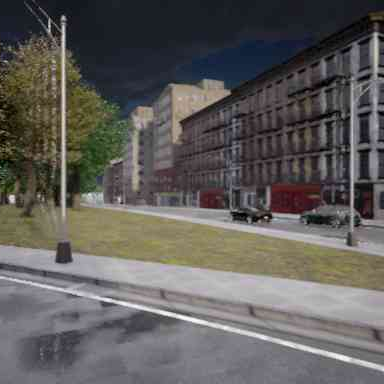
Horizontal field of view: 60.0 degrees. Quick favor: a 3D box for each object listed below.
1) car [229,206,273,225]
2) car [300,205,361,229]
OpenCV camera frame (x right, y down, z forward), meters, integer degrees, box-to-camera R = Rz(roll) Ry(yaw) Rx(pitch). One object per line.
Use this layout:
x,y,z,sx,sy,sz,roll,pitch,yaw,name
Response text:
5.003,1.943,29.103,1.882,1.535,5.008,0,-1,-23,car
10.257,1.733,25.070,2.097,1.767,4.553,0,-1,-23,car
